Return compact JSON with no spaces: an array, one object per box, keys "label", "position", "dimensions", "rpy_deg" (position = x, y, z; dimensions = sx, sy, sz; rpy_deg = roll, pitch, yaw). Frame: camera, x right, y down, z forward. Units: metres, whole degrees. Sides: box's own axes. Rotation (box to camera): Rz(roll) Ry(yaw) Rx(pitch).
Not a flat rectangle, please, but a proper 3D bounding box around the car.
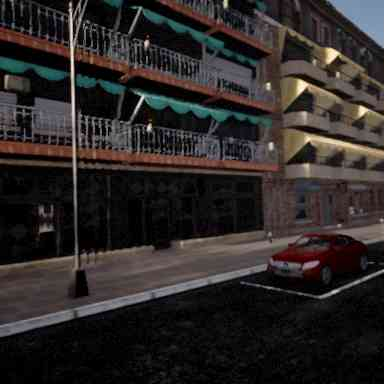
[{"label":"car","position":[4.103,1.954,10.501],"dimensions":[4.206,1.307,1.802],"rpy_deg":[1,-4,-42]}]
